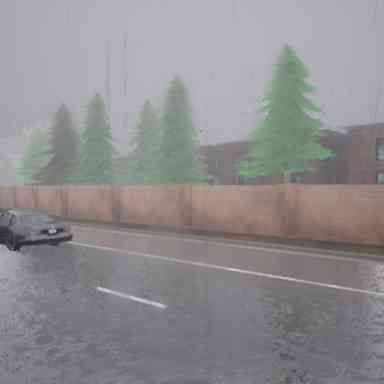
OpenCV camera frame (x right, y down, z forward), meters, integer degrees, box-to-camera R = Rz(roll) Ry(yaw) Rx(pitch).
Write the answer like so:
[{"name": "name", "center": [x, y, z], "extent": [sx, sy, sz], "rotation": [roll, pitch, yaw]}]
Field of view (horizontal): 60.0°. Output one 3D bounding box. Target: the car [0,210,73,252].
[{"name": "car", "center": [-7.046, 1.439, 13.446], "extent": [5.357, 1.411, 2.033], "rotation": [1, 0, 36]}]
